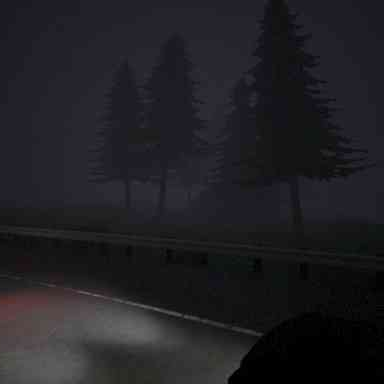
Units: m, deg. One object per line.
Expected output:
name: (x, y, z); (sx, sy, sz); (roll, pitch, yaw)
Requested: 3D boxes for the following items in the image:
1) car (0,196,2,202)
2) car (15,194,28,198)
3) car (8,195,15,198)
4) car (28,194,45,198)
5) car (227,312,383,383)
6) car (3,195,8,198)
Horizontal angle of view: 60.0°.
car: (-45.337, 1.536, 74.624); (2.033, 1.411, 5.357); (0, 0, 6)
car: (-38.150, 1.351, 76.944); (2.097, 1.767, 4.553); (0, 0, 2)
car: (-41.711, 1.521, 76.244); (2.128, 1.511, 4.902); (0, 0, 6)
car: (-34.716, 1.549, 75.950); (1.994, 1.385, 4.181); (0, 0, 6)
car: (2.520, 1.601, 1.979); (4.718, 1.301, 1.895); (0, 0, 36)
car: (-37.180, 1.522, 61.189); (2.128, 1.511, 4.902); (0, 0, 17)
